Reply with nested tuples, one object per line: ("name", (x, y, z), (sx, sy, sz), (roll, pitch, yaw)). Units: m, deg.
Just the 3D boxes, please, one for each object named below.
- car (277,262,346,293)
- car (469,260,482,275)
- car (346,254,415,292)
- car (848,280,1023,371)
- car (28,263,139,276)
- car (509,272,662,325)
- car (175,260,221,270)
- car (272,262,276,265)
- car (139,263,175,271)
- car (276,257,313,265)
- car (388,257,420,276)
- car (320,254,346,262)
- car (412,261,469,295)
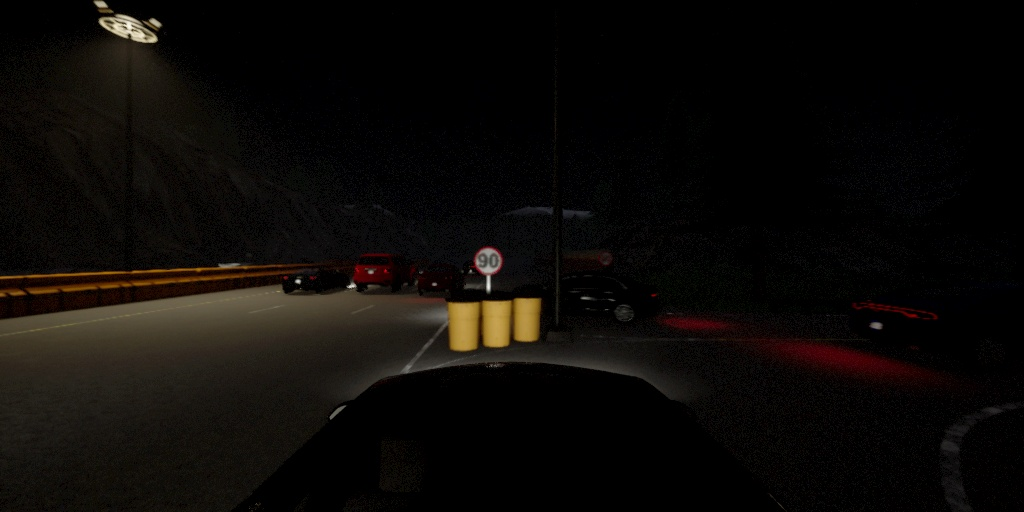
("car", (-10.719, 1.242, 19.919), (1.994, 1.385, 4.181), (0, 0, -1))
("car", (-4.105, 1.197, 37.641), (1.837, 1.490, 4.892), (0, 0, -2))
("car", (-7.234, 0.915, 20.946), (2.150, 2.045, 5.566), (0, 0, -1))
("car", (9.756, 1.250, 7.113), (5.008, 1.535, 1.882), (0, 0, 1))
("car", (-21.382, 1.192, 17.385), (1.994, 1.385, 4.181), (0, 0, -1))
("car", (2.201, 1.257, 11.628), (4.892, 1.490, 1.837), (0, 2, 17))
("car", (-32.273, 1.117, 36.907), (1.994, 1.385, 4.181), (0, 0, -1))
("car", (-29.025, 1.036, 46.682), (1.882, 1.535, 5.008), (0, 0, -1))
("car", (-24.983, 1.168, 23.292), (1.994, 1.385, 4.181), (0, 0, -1))
("car", (-25.438, 1.088, 42.899), (1.837, 1.490, 4.892), (0, -1, -1))
("car", (-11.095, 1.010, 37.158), (2.097, 1.767, 4.553), (0, 0, -2))
("car", (-21.984, 0.820, 45.025), (2.150, 2.045, 5.566), (0, 0, -1))
("car", (-3.711, 1.191, 19.476), (1.882, 1.535, 5.008), (0, 0, -1))
